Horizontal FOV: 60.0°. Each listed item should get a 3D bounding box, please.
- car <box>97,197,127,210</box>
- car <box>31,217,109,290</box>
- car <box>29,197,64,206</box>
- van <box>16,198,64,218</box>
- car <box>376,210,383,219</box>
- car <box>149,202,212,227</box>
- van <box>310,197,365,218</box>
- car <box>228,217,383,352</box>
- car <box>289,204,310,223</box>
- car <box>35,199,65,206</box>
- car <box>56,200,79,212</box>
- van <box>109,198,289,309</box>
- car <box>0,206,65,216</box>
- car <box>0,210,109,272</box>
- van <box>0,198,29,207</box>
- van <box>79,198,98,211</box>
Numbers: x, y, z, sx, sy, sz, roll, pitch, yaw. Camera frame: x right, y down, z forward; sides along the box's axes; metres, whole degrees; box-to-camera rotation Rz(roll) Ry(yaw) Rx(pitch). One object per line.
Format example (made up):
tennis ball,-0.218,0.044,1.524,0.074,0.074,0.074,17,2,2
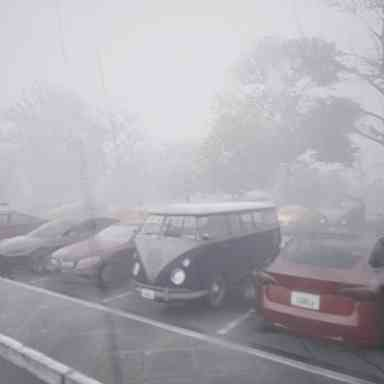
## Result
car,-5.236,1.548,28.041,2.185,1.767,4.553,-1,0,36
car,-1.695,1.545,9.469,2.002,1.452,4.674,-1,0,36
car,-14.212,1.567,34.533,2.435,2.045,5.566,-1,-1,36
van,-16.512,1.646,36.288,1.878,1.987,4.442,-1,-1,36
car,10.557,1.433,16.790,2.097,1.535,5.008,-1,-1,36
car,-0.713,1.605,24.838,2.097,1.535,5.008,-1,0,36
van,8.231,1.242,18.304,1.878,1.987,4.442,-1,0,36
car,2.841,1.466,6.258,2.163,1.488,4.792,0,0,36
car,5.943,1.499,19.857,1.946,1.575,5.366,-1,0,36
car,-12.081,1.775,32.747,1.946,1.575,5.366,-1,-1,36
car,-9.727,1.743,31.283,2.231,1.521,4.892,-1,0,36
van,0.491,1.245,7.759,1.878,1.987,4.442,-1,0,36
car,-8.468,1.609,14.316,2.097,1.535,5.008,-1,-1,36
car,-3.973,1.569,11.058,2.163,1.488,4.792,-1,0,36
van,-10.663,1.417,16.023,1.878,1.987,4.442,-1,-1,36
van,-7.404,1.482,29.773,1.878,1.987,4.442,-1,0,36
